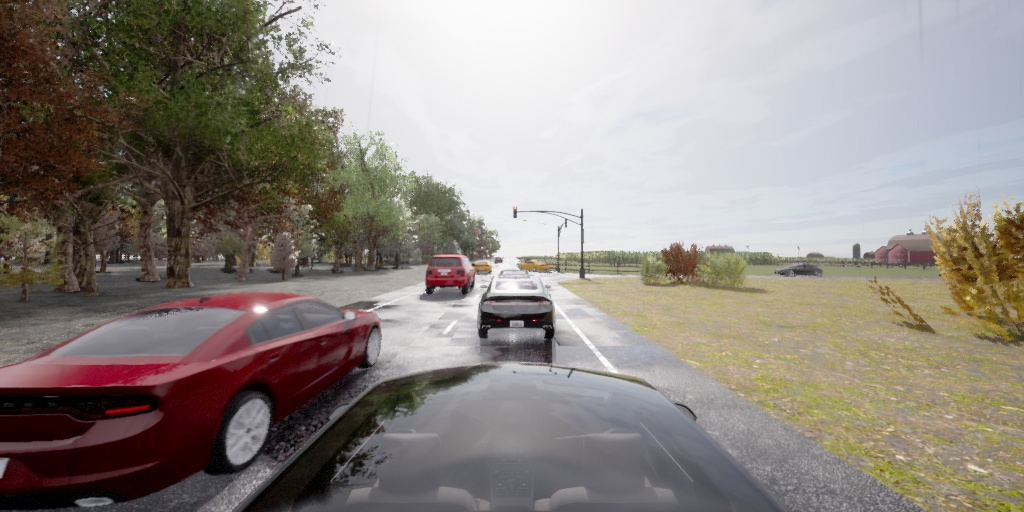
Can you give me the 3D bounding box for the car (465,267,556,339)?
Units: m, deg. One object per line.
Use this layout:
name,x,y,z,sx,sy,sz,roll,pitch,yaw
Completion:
car,0.110,1.244,10.113,2.128,1.511,4.902,0,0,0

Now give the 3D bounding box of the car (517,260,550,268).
car,2.709,1.267,47.065,1.882,1.535,5.008,-1,2,-41

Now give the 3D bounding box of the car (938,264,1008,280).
car,48.625,1.825,37.888,5.357,1.411,2.033,1,-1,1

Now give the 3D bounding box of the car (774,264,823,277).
car,33.148,1.673,41.581,4.892,1.490,1.837,1,-1,0

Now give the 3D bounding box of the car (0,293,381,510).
car,-3.396,1.228,4.797,1.882,1.535,5.008,0,0,0

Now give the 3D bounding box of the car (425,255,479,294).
car,-3.380,0.975,20.414,2.150,2.045,5.566,0,0,0

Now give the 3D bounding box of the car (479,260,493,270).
car,-3.359,1.234,42.065,1.882,1.535,5.008,0,0,0

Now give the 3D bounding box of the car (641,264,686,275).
car,17.498,1.599,41.696,4.718,1.301,1.895,1,-1,1

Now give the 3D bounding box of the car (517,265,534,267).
car,0.119,1.355,19.235,1.895,1.301,4.718,0,0,0
